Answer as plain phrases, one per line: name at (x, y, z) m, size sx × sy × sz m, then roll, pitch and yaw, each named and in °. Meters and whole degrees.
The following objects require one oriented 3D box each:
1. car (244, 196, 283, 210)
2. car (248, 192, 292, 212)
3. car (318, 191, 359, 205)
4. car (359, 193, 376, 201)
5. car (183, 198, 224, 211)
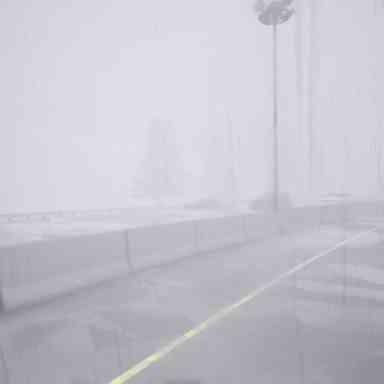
car at (8.657, 1.267, 39.971) m, size 4.902 × 1.511 × 2.128 m, roll -1°, pitch 0°, yaw -44°
car at (8.358, 1.020, 34.804) m, size 2.150 × 2.045 × 5.566 m, roll 0°, pitch 0°, yaw 45°
car at (16.479, 0.952, 37.778) m, size 5.566 × 2.045 × 2.150 m, roll -1°, pitch 0°, yaw -42°
car at (33.198, 1.027, 63.575) m, size 4.902 × 1.511 × 2.128 m, roll -1°, pitch 0°, yaw -34°
car at (1.374, 1.383, 37.655) m, size 2.033 × 1.411 × 5.357 m, roll 0°, pitch 0°, yaw 43°
